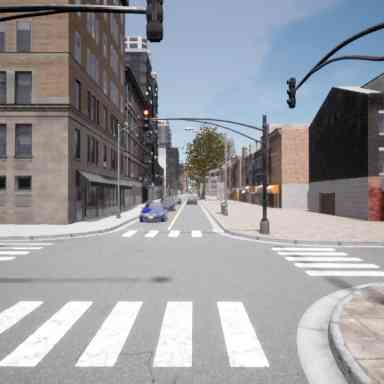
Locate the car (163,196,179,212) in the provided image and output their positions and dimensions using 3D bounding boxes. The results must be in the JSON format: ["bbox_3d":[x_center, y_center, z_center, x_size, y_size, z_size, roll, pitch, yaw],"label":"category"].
[{"bbox_3d":[-2.893,1.485,38.660,1.837,1.490,4.892,0,0,0],"label":"car"}]

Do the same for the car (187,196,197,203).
[{"bbox_3d":[0.021,1.542,69.244,1.994,1.385,4.181,0,0,0],"label":"car"}]

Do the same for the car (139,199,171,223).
[{"bbox_3d":[-2.884,1.513,25.601,1.812,1.442,4.674,0,0,0],"label":"car"}]

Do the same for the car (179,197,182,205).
[{"bbox_3d":[-2.833,1.502,58.987,1.812,1.442,4.674,0,0,0],"label":"car"}]

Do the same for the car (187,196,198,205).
[{"bbox_3d":[0.028,1.524,58.962,2.033,1.411,5.357,0,0,1],"label":"car"}]
